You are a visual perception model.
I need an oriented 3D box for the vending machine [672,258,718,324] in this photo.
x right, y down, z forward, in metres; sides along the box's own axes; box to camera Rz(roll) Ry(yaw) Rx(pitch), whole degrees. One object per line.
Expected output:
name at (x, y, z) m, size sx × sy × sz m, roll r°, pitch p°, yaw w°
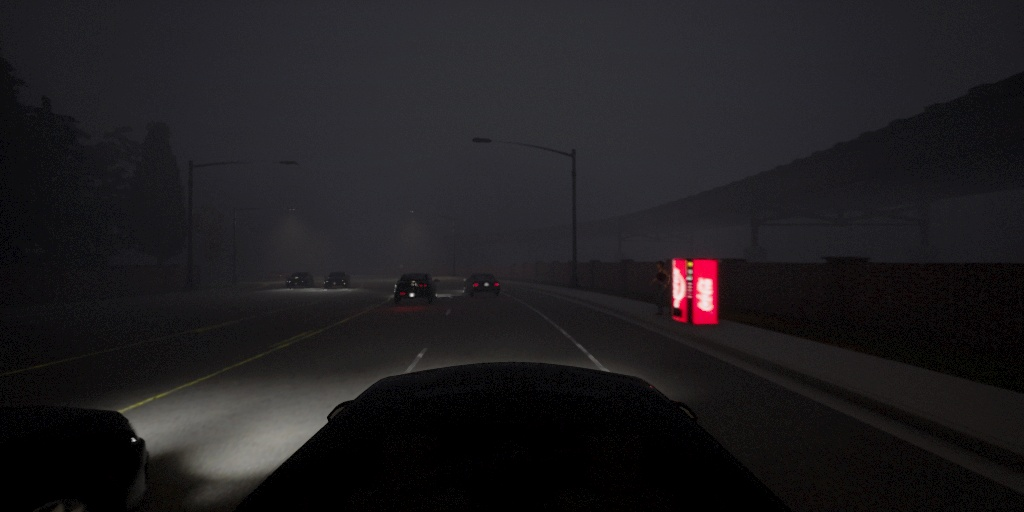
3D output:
vending machine at (5.506, 1.051, 10.837) m, size 1.100 × 2.100 × 0.880 m, roll 0°, pitch 0°, yaw -5°

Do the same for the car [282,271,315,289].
car at (-20.084, 2.277, 34.164) m, size 1.837 × 1.490 × 4.892 m, roll 0°, pitch -2°, yaw -21°

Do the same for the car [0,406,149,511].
car at (-3.531, 1.264, 0.520) m, size 1.837 × 1.490 × 4.892 m, roll 0°, pitch 0°, yaw 0°

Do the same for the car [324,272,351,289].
car at (-15.982, 2.191, 32.997) m, size 1.837 × 1.490 × 4.892 m, roll 0°, pitch -2°, yaw -19°

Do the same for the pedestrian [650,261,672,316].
pedestrian at (4.926, 1.021, 11.797) m, size 0.375 × 1.860 × 0.375 m, roll -1°, pitch -1°, yaw -5°

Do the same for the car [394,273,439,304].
car at (-5.076, 1.654, 19.239) m, size 1.837 × 1.490 × 4.892 m, roll 0°, pitch -2°, yaw -9°

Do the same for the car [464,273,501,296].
car at (-2.033, 1.804, 23.342) m, size 2.033 × 1.411 × 5.357 m, roll 0°, pitch -2°, yaw -13°
